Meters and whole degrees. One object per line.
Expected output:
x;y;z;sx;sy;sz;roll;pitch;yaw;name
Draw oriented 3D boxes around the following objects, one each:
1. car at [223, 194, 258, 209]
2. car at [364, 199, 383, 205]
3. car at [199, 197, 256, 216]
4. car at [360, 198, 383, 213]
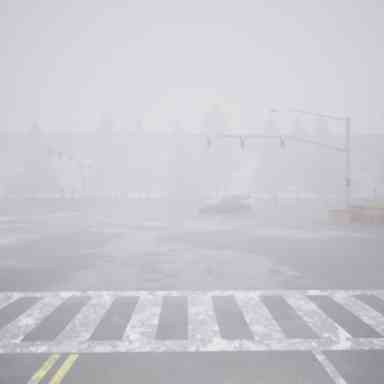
4.134;1.219;35.262;5.566;2.045;2.150;0;0;-2;car
19.916;1.474;32.231;5.008;1.535;1.882;0;0;-2;car
3.169;1.475;31.733;5.008;1.535;1.882;0;0;-2;car
21.054;1.474;35.766;5.008;1.535;1.882;0;0;-2;car
